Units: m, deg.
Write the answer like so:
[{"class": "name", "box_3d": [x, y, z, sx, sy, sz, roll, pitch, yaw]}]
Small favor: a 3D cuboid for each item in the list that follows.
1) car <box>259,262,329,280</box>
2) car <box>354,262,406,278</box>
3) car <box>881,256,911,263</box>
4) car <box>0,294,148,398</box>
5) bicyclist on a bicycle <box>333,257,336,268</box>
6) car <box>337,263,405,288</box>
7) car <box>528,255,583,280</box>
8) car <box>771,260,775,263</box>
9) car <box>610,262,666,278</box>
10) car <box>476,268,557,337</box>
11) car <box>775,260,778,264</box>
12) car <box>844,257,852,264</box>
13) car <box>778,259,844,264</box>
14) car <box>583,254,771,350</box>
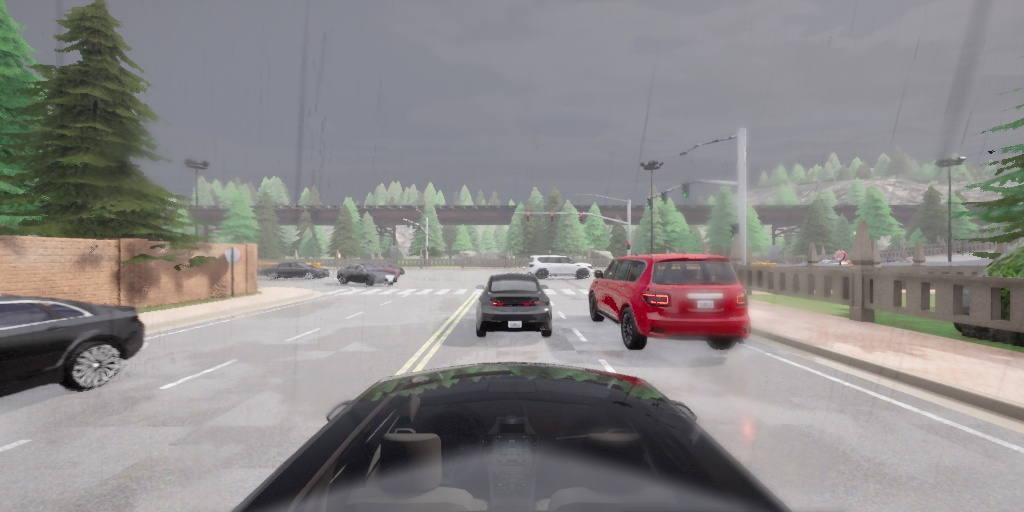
[{"class": "car", "box_3d": [-18.078, 1.255, 30.281, 4.892, 1.490, 1.837, 0, 0, 0]}, {"class": "car", "box_3d": [-12.345, 1.314, 33.792, 4.181, 1.385, 1.994, 0, 0, 0]}, {"class": "car", "box_3d": [42.803, 0.891, 41.153, 4.553, 1.767, 2.097, -2, 0, 0]}, {"class": "car", "box_3d": [-7.096, 1.241, 3.971, 2.128, 1.511, 4.902, 0, 0, 0]}, {"class": "bicyclist on a bicycle", "box_3d": [-27.422, 1.051, 55.746, 0.582, 1.620, 1.656, 0, 0, 0]}, {"class": "car", "box_3d": [-9.687, 1.242, 24.028, 4.902, 1.511, 2.128, 0, -1, 34]}, {"class": "car", "box_3d": [4.039, 0.971, 30.325, 5.566, 2.045, 2.150, 0, 0, 0]}, {"class": "car", "box_3d": [29.228, 1.242, 44.585, 4.902, 1.511, 2.128, 0, 0, 0]}, {"class": "car", "box_3d": [11.852, 1.275, 33.839, 4.674, 1.442, 1.812, 0, 0, 0]}, {"class": "car", "box_3d": [0.019, 1.255, 10.296, 1.837, 1.490, 4.892, 0, 0, -1]}, {"class": "car", "box_3d": [34.745, 1.240, 48.111, 4.892, 1.490, 1.837, 0, 0, 0]}, {"class": "car", "box_3d": [39.210, 1.183, 44.638, 4.674, 1.442, 1.812, -1, 0, 0]}, {"class": "car", "box_3d": [34.171, 1.287, 41.111, 5.357, 1.411, 2.033, 0, 0, 0]}, {"class": "car", "box_3d": [3.516, 0.971, 9.196, 2.150, 2.045, 5.566, 0, 0, 0]}]
